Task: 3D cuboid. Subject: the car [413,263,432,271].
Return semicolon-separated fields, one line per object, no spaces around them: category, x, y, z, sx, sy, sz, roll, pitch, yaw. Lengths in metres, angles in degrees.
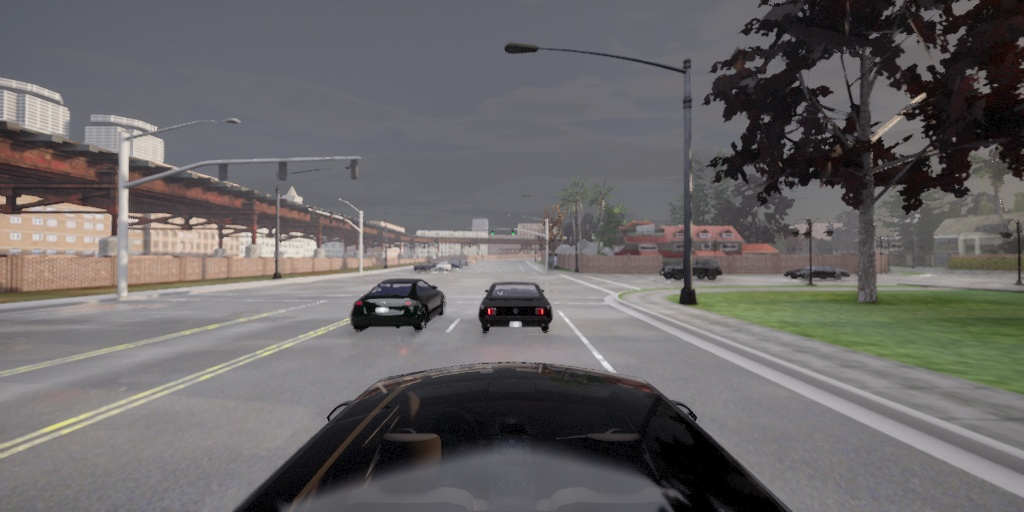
car;-14.083;1.725;56.547;1.895;1.301;4.718;0;0;0

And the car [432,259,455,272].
car;-10.574;1.649;55.500;1.812;1.442;4.674;0;0;0

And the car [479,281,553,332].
car;0.089;1.437;11.182;1.895;1.301;4.718;0;-1;0

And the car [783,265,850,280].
car;29.625;1.598;34.902;5.357;1.411;2.033;0;-1;-1

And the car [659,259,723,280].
car;17.237;1.270;34.586;5.566;2.045;2.150;0;-1;-2

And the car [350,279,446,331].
car;-3.400;1.403;11.419;1.994;1.385;4.181;0;0;0
